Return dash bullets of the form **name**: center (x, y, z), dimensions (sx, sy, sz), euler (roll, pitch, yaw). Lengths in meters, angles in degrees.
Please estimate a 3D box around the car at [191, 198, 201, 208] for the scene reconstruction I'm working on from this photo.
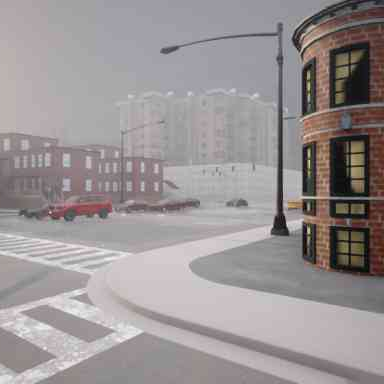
- **car**: center (-0.741, 1.492, 45.315), dimensions (2.128, 1.511, 4.902), euler (0, 0, 36)

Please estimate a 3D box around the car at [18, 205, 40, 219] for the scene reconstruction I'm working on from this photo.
- **car**: center (-12.247, 1.547, 29.260), dimensions (2.033, 1.411, 5.357), euler (0, 0, 36)

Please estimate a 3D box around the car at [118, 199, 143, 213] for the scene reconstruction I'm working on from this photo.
- **car**: center (-6.518, 1.526, 37.253), dimensions (1.812, 1.442, 4.674), euler (0, 0, 35)

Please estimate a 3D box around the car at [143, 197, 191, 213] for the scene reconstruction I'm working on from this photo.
- **car**: center (-2.672, 1.478, 36.629), dimensions (1.882, 1.535, 5.008), euler (0, 0, 35)

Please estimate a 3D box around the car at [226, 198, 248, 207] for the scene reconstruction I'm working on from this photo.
- **car**: center (6.728, 1.568, 49.640), dimensions (1.994, 1.385, 4.181), euler (0, 0, 36)

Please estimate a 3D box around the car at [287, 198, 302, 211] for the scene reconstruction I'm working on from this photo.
- **car**: center (13.126, 1.478, 40.337), dimensions (1.882, 1.535, 5.008), euler (0, 0, 36)

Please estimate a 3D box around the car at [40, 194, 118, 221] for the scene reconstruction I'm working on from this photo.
- **car**: center (-9.166, 1.221, 27.549), dimensions (2.150, 2.045, 5.566), euler (0, 0, 36)
